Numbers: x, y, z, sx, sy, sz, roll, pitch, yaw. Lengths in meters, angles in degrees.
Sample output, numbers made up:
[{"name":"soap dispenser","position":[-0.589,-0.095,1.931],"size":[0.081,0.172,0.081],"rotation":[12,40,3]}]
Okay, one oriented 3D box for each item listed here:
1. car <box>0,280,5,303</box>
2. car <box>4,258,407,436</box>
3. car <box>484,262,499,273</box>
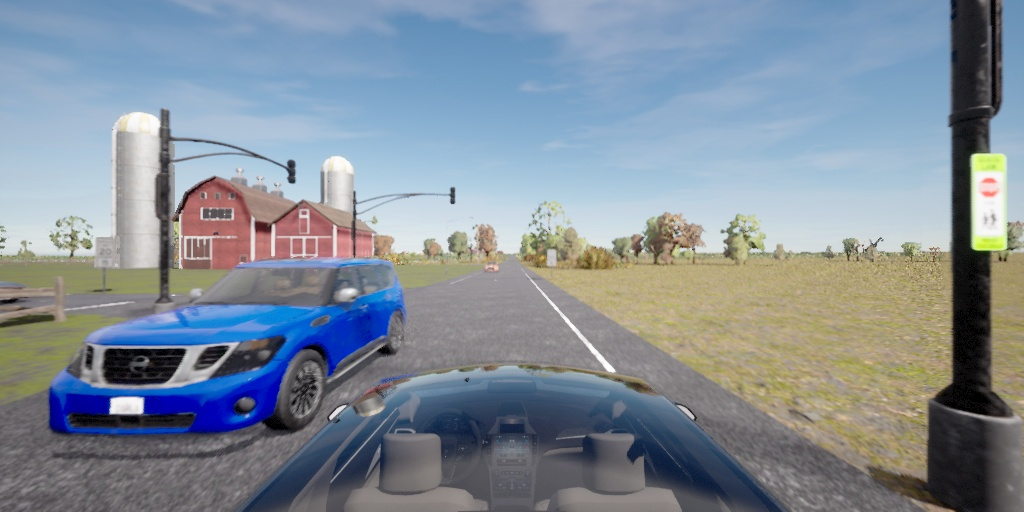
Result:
[{"name":"car","position":[-23.010,1.281,14.453],"size":[5.357,1.411,2.033],"rotation":[0,0,0]},{"name":"car","position":[-3.475,1.039,6.015],"size":[2.150,2.045,5.566],"rotation":[0,-1,0]},{"name":"car","position":[-3.254,1.709,57.721],"size":[2.097,1.767,4.553],"rotation":[0,-1,0]}]
